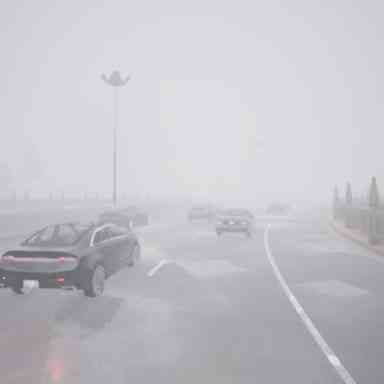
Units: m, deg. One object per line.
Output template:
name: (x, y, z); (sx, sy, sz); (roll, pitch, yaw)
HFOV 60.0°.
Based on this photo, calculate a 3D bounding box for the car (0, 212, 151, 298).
car: (-2.731, 1.499, 8.583); (2.128, 1.511, 4.902); (0, 0, 6)

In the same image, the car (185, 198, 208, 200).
car: (1.511, 1.654, 51.817); (1.882, 1.535, 5.008); (0, -1, 33)

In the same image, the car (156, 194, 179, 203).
car: (-3.889, 1.424, 56.420); (2.150, 2.045, 5.566); (0, 0, 33)

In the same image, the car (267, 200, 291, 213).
car: (9.916, 1.628, 38.107); (1.812, 1.442, 4.674); (0, 0, 27)

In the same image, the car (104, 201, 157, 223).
car: (-4.055, 1.541, 20.899); (1.837, 1.490, 4.892); (0, 0, 14)

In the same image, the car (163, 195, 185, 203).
car: (-2.035, 1.686, 52.740); (1.837, 1.490, 4.892); (-1, -1, 32)

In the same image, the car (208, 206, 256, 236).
car: (2.545, 1.592, 18.781); (2.033, 1.411, 5.357); (0, 0, 14)

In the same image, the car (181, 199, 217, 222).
car: (1.134, 1.553, 26.263); (2.128, 1.511, 4.902); (0, 0, 18)
